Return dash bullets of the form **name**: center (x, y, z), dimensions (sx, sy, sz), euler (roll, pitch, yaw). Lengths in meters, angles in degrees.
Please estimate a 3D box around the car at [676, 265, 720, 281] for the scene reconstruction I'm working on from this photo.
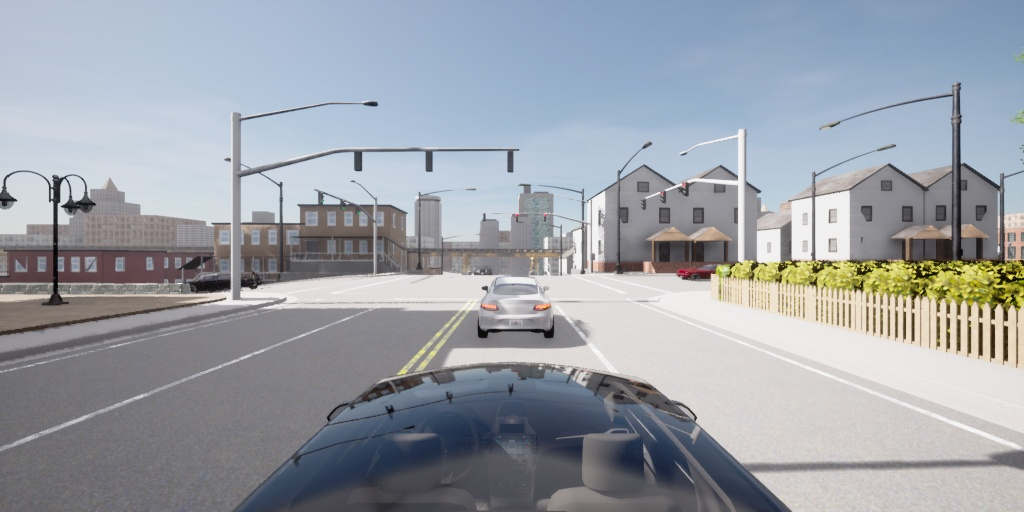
- **car**: center (15.830, 1.351, 28.829), dimensions (4.718, 1.301, 1.895), euler (0, 0, -1)

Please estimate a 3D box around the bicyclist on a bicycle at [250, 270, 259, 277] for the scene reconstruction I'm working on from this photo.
- **bicyclist on a bicycle**: center (-25.562, 2.214, 35.616), dimensions (0.582, 1.620, 1.656), euler (-8, 0, 0)

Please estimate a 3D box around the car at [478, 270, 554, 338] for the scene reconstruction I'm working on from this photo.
- **car**: center (0.103, 1.276, 10.034), dimensions (1.812, 1.442, 4.674), euler (0, 0, 0)

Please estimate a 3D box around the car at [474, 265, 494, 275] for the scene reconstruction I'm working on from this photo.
- **car**: center (-3.512, 2.162, 45.275), dimensions (2.150, 2.045, 5.566), euler (0, -9, 0)

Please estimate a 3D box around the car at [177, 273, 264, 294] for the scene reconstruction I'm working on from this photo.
- **car**: center (-19.972, 1.845, 24.729), dimensions (4.718, 1.301, 1.895), euler (-4, 0, -1)
